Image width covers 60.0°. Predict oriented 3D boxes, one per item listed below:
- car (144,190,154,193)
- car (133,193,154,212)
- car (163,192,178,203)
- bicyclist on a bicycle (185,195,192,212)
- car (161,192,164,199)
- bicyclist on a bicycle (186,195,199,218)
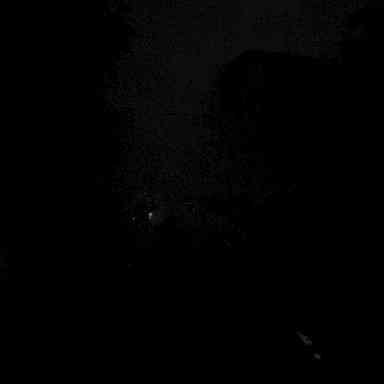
[{"bbox_3d":[-9.709,0.384,75.525,2.097,1.767,4.553,0,1,-9],"label":"car"},{"bbox_3d":[-4.949,1.180,34.032,1.882,1.535,5.008,0,1,-4],"label":"car"},{"bbox_3d":[-3.275,1.014,55.301,2.033,1.411,5.357,0,1,-7],"label":"car"},{"bbox_3d":[-0.385,1.157,34.226,0.582,1.620,1.656,0,0,-4],"label":"bicyclist on a bicycle"},{"bbox_3d":[-5.864,0.741,73.631,2.033,1.411,5.357,0,1,-9],"label":"car"},{"bbox_3d":[0.133,1.226,25.979,0.866,1.612,1.509,0,0,-3],"label":"bicyclist on a bicycle"}]
